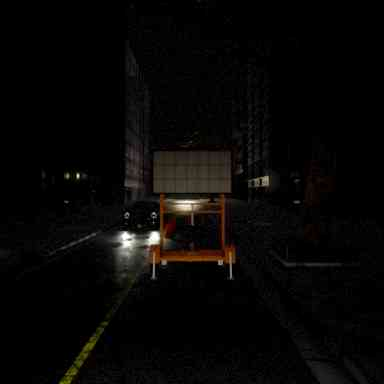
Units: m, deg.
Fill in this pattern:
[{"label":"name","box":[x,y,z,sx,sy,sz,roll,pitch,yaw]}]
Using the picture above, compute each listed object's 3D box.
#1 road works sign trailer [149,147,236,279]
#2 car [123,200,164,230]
[{"label":"road works sign trailer","box":[0.009,0.464,9.982,2.380,3.560,2.880,0,0,0]},{"label":"car","box":[-2.980,1.352,21.098,2.097,1.767,4.553,0,0,0]}]
